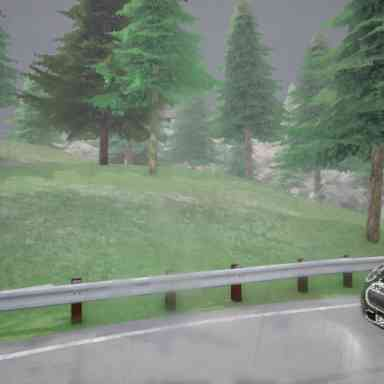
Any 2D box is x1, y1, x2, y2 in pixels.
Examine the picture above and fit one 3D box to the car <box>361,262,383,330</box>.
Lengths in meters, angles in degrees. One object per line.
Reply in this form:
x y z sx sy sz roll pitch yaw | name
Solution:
5.095 1.352 5.309 4.553 1.767 2.097 0 0 -15 | car
